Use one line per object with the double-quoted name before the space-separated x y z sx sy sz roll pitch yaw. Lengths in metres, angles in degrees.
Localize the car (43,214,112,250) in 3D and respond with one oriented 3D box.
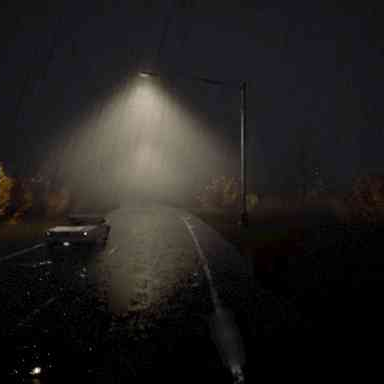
"car" -5.015 1.729 15.208 1.895 1.301 4.718 0 0 -3
